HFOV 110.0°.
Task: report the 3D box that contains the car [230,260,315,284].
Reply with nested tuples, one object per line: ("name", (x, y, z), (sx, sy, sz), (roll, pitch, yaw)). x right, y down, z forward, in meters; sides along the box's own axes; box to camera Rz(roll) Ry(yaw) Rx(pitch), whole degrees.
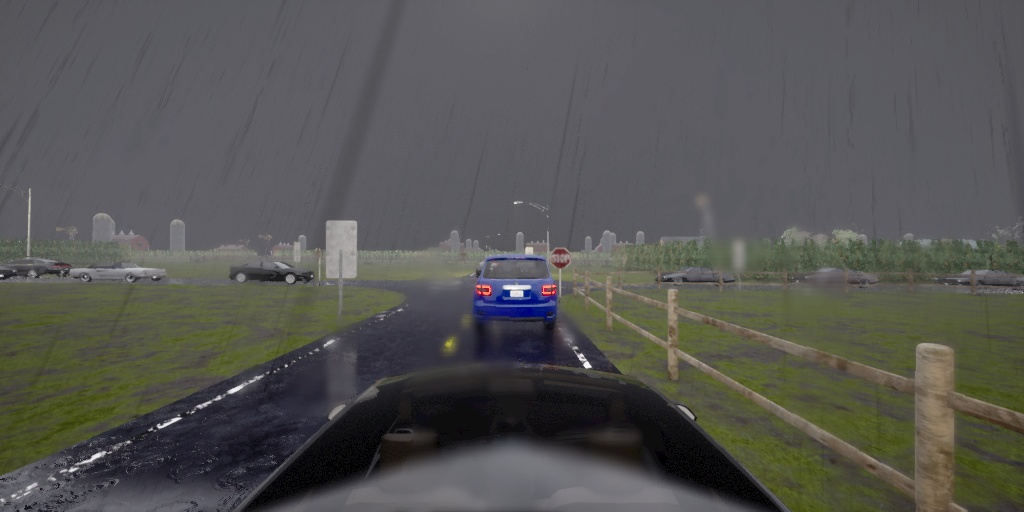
("car", (-15.788, 1.047, 23.803), (5.008, 1.535, 1.882), (1, -1, -1))

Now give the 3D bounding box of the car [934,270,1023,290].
("car", (34.948, 1.744, 26.630), (5.357, 1.411, 2.033), (1, -1, 0))

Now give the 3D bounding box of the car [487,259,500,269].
("car", (-2.915, 1.198, 57.971), (1.882, 1.535, 5.008), (0, 0, 0))

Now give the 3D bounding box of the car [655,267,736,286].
("car", (13.577, 1.489, 26.655), (5.357, 1.411, 2.033), (1, -1, -1))

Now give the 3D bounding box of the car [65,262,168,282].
("car", (-25.919, 1.063, 23.796), (4.718, 1.301, 1.895), (1, -1, 0))

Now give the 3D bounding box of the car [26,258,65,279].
("car", (-35.976, 0.906, 26.762), (4.892, 1.490, 1.837), (1, -1, 0))

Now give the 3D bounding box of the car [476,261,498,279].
("car", (-2.423, 1.249, 33.852), (1.837, 1.490, 4.892), (0, 0, -7))

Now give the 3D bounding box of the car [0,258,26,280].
("car", (-36.517, 0.902, 23.818), (5.357, 1.411, 2.033), (1, -1, 0))

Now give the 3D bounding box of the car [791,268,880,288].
("car", (23.987, 1.612, 26.656), (5.357, 1.411, 2.033), (1, -1, 0))

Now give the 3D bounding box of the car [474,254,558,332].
("car", (0.060, 0.973, 11.048), (2.150, 2.045, 5.566), (0, 0, -1))
